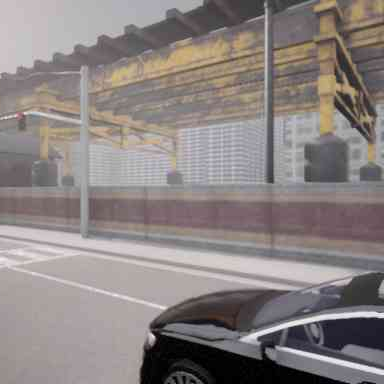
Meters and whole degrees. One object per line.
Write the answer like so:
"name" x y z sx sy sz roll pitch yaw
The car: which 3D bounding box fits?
"car" 1.693 1.492 2.785 4.902 1.511 2.128 0 0 36
